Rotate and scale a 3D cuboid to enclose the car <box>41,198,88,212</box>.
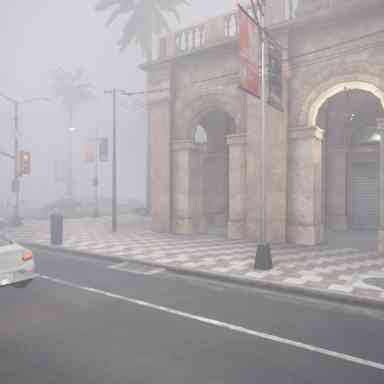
[{"bbox_3d":[-14.866,1.505,38.300,1.837,1.490,4.892,0,0,36],"label":"car"}]

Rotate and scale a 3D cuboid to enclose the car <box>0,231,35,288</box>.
[{"bbox_3d":[-5.564,1.526,7.919,4.674,1.442,1.812,0,0,36],"label":"car"}]

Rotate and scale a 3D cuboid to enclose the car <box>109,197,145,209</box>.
[{"bbox_3d":[-8.869,1.601,46.684,1.895,1.301,4.718,0,0,36],"label":"car"}]

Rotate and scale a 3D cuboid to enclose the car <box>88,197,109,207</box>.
[{"bbox_3d":[-13.852,1.513,51.049,2.161,1.482,4.786,0,0,35],"label":"car"}]
